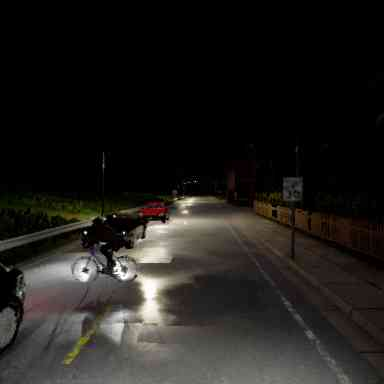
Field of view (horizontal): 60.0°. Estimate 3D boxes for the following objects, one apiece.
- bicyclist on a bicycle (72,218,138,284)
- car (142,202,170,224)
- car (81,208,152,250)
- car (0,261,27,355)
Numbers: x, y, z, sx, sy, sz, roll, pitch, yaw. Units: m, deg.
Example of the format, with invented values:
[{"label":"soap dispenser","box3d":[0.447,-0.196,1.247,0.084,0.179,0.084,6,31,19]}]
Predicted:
[{"label":"bicyclist on a bicycle","box3d":[-2.139,1.453,8.129,1.656,1.620,0.582,-1,0,2]},{"label":"car","box3d":[-2.739,1.526,25.158,1.812,1.442,4.674,0,0,2]},{"label":"car","box3d":[-3.173,1.601,14.510,1.895,1.301,4.718,0,0,2]},{"label":"car","box3d":[-3.551,1.507,3.291,1.837,1.490,4.892,0,-1,2]}]
